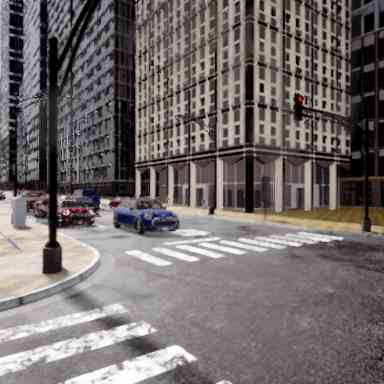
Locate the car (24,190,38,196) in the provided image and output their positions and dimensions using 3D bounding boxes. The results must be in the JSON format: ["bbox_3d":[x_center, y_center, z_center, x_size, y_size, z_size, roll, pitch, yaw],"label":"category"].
[{"bbox_3d":[-36.355,0.238,75.047,1.887,1.381,4.507,2,0,-36],"label":"car"}]

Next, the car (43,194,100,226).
[{"bbox_3d":[-7.383,1.143,20.266,1.967,1.590,4.097,2,0,-36],"label":"car"}]

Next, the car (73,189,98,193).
[{"bbox_3d":[-11.890,0.677,36.463,2.150,2.045,5.566,0,1,-36],"label":"car"}]

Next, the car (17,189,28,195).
[{"bbox_3d":[-42.854,0.071,84.111,1.947,1.339,4.313,2,0,-36],"label":"car"}]

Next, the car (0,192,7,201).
[{"bbox_3d":[-30.124,0.586,51.977,1.887,1.381,4.507,2,0,-36],"label":"car"}]

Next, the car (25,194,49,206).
[{"bbox_3d":[-19.234,0.907,41.272,1.895,1.301,4.718,0,1,-35],"label":"car"}]

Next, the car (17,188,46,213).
[{"bbox_3d":[-13.876,0.829,29.326,2.192,1.841,5.009,2,0,-36],"label":"car"}]

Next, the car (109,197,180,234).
[{"bbox_3d":[-2.517,1.146,17.835,2.097,1.767,4.553,0,1,-34],"label":"car"}]

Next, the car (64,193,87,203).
[{"bbox_3d":[-16.858,0.825,47.857,1.947,1.339,4.313,2,0,-36],"label":"car"}]

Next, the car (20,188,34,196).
[{"bbox_3d":[-39.598,-0.086,79.579,2.192,1.841,5.009,2,0,-36],"label":"car"}]

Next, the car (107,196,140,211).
[{"bbox_3d":[-7.110,1.125,34.260,1.802,1.307,4.206,2,0,-36],"label":"car"}]

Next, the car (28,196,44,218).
[{"bbox_3d":[-10.636,1.190,24.796,1.802,1.307,4.206,2,0,-36],"label":"car"}]

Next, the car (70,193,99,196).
[{"bbox_3d":[-9.053,1.095,27.012,2.128,1.511,4.902,0,1,-36],"label":"car"}]
